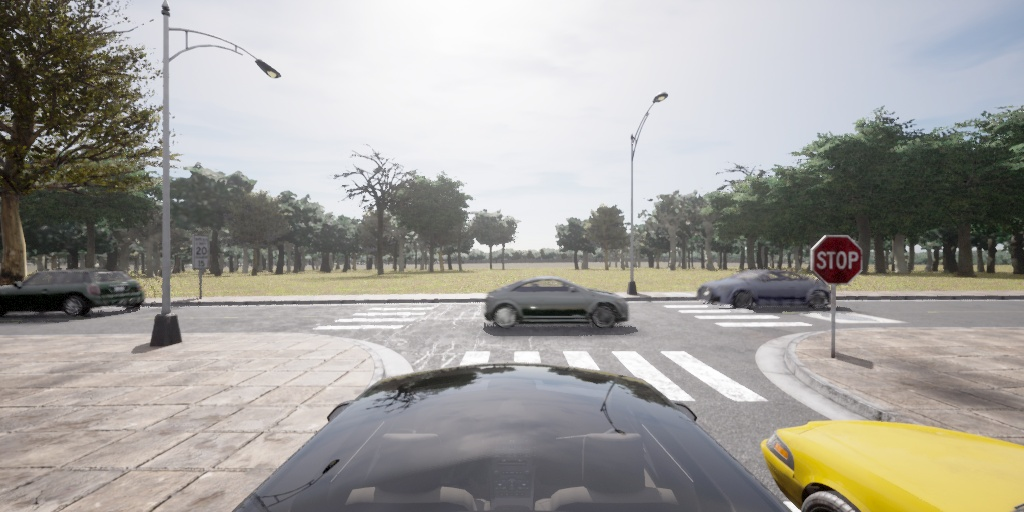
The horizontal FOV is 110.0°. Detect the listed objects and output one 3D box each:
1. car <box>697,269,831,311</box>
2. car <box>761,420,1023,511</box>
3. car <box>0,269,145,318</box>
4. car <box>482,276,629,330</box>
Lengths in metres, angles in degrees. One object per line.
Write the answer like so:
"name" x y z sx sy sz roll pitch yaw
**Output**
"car" 9.296 1.203 13.412 4.181 1.385 1.994 0 0 1
"car" 2.628 1.275 0.575 1.751 1.417 4.829 0 0 0
"car" -17.130 1.316 13.738 4.553 1.767 2.097 -1 0 1
"car" 1.229 1.288 10.559 4.181 1.385 1.994 0 0 1
